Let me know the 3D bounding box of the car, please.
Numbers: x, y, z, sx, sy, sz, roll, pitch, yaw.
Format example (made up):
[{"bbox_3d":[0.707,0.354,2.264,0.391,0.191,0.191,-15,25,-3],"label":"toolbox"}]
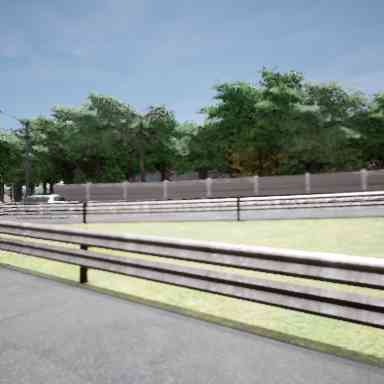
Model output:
[{"bbox_3d":[-13.917,1.332,29.902,5.566,2.045,2.150,-1,-1,14],"label":"car"}]
